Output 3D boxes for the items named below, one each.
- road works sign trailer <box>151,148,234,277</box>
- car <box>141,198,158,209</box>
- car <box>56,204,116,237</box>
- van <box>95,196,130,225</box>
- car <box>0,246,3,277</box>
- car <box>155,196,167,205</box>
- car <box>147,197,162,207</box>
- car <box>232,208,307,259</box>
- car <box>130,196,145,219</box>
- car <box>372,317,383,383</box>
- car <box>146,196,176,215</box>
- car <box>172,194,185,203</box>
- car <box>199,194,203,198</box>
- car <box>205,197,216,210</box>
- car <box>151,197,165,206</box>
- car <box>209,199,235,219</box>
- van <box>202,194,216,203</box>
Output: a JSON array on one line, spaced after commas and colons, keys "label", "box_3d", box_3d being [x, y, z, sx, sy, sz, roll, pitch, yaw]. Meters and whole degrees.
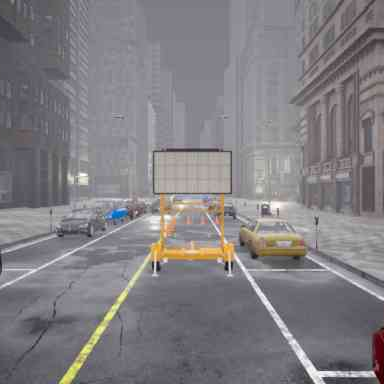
[{"label": "road works sign trailer", "box_3d": [0.014, 0.466, 10.265, 2.380, 3.560, 2.880, 0, 0, 0]}, {"label": "car", "box_3d": [-5.710, 1.533, 45.233, 1.752, 1.417, 4.829, 0, 0, 0]}, {"label": "car", "box_3d": [-5.742, 1.553, 17.775, 2.008, 1.369, 4.403, 0, 0, 0]}, {"label": "van", "box_3d": [-5.735, 1.345, 23.301, 1.690, 1.788, 3.998, 0, 0, 0]}, {"label": "car", "box_3d": [-5.755, 1.441, 6.724, 1.967, 1.590, 4.097, 0, 0, 0]}, {"label": "car", "box_3d": [-5.691, 1.556, 61.979, 1.887, 1.381, 4.507, 0, 0, 0]}, {"label": "car", "box_3d": [-5.704, 1.553, 50.928, 1.887, 1.381, 4.507, 0, 0, 0]}, {"label": "car", "box_3d": [2.788, 1.527, 12.394, 1.752, 1.417, 4.829, 0, 0, 0]}, {"label": "car", "box_3d": [-5.729, 1.319, 28.826, 2.192, 1.841, 5.009, 0, 0, 0]}, {"label": "car", "box_3d": [2.771, 1.315, 1.175, 2.192, 1.841, 5.009, 0, 0, 0]}, {"label": "car", "box_3d": [-3.053, 1.497, 34.182, 2.128, 1.511, 4.902, 0, 0, 0]}, {"label": "car", "box_3d": [-2.907, 1.520, 67.022, 1.837, 1.490, 4.892, 0, 0, 0]}, {"label": "car", "box_3d": [2.864, 1.557, 61.949, 1.887, 1.381, 4.507, 0, 0, 0]}, {"label": "car", "box_3d": [2.830, 1.589, 39.849, 1.802, 1.307, 4.206, 0, 0, 0]}, {"label": "car", "box_3d": [-5.697, 1.555, 56.453, 1.887, 1.381, 4.507, 0, 0, 0]}, {"label": "car", "box_3d": [2.813, 1.555, 28.799, 2.008, 1.369, 4.403, 0, 0, 0]}, {"label": "van", "box_3d": [2.848, 1.350, 50.899, 1.690, 1.788, 3.998, 0, 0, 0]}]
